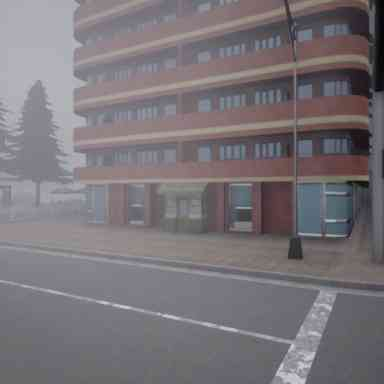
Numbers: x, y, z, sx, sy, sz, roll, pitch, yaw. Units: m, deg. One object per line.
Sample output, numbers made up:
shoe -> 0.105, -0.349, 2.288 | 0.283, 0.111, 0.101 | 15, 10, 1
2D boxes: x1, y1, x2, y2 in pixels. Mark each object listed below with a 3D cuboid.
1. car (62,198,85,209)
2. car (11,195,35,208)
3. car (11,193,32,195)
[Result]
car -> -14.873, 1.491, 43.121 | 2.033, 1.411, 5.357 | 0, 0, 29
car -> -23.216, 1.447, 42.724 | 1.837, 1.490, 4.892 | 0, 0, 29
car -> -24.993, 1.164, 46.748 | 2.150, 2.045, 5.566 | 0, 0, 30
